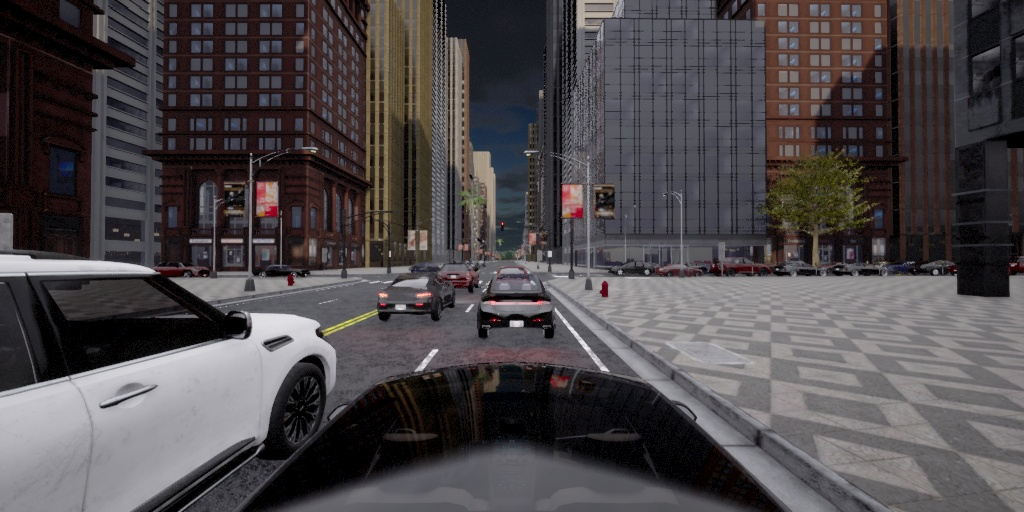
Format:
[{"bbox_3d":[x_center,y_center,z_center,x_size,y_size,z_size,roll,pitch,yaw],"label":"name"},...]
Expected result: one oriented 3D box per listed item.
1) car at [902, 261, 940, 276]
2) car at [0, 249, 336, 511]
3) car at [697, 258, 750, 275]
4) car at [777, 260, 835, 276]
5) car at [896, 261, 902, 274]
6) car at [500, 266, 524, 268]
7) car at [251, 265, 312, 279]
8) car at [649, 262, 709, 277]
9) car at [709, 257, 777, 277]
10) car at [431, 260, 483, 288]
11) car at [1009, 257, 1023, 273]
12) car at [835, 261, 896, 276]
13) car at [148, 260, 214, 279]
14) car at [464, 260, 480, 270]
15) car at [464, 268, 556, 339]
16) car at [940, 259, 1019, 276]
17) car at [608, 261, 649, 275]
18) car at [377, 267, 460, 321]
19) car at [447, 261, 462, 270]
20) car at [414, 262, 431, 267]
[{"bbox_3d":[42.856,1.204,36.031,4.892,1.490,1.837,0,-1,-1],"label":"car"},{"bbox_3d":[-3.150,0.972,1.874,2.150,2.045,5.566,0,0,0],"label":"car"},{"bbox_3d":[22.878,1.140,38.873,4.553,1.767,2.097,0,-1,-1],"label":"car"},{"bbox_3d":[26.594,1.274,33.154,4.313,1.339,1.948,0,0,-1],"label":"car"},{"bbox_3d":[42.519,1.262,39.122,4.674,1.442,1.812,0,-1,0],"label":"car"},{"bbox_3d":[0.001,1.259,19.625,1.882,1.535,5.008,0,0,0],"label":"car"},{"bbox_3d":[-22.397,1.526,35.011,4.718,1.301,1.895,0,-1,-3],"label":"car"},{"bbox_3d":[15.318,1.326,32.980,4.207,1.307,1.802,0,0,-1],"label":"car"},{"bbox_3d":[20.957,1.040,33.067,5.009,1.841,2.192,0,0,-1],"label":"car"},{"bbox_3d":[-3.148,1.141,21.417,2.097,1.767,4.553,0,0,0],"label":"car"},{"bbox_3d":[49.145,0.971,33.502,5.009,1.841,2.192,0,0,-1],"label":"car"},{"bbox_3d":[32.231,1.258,33.241,4.313,1.339,1.948,0,0,-1],"label":"car"},{"bbox_3d":[-32.215,1.323,35.023,4.553,1.767,2.097,0,-1,0],"label":"car"},{"bbox_3d":[-6.578,1.511,59.525,2.128,1.511,4.902,0,0,0],"label":"car"},{"bbox_3d":[0.099,1.248,10.124,2.128,1.511,4.902,0,0,0],"label":"car"},{"bbox_3d":[43.507,1.212,33.416,4.507,1.381,1.888,0,0,-1],"label":"car"},{"bbox_3d":[12.851,1.326,38.718,4.892,1.490,1.837,0,-1,-1],"label":"car"},{"bbox_3d":[-3.149,1.287,12.437,1.812,1.442,4.674,0,0,0],"label":"car"},{"bbox_3d":[-9.827,1.560,61.481,1.812,1.442,4.674,0,0,0],"label":"car"},{"bbox_3d":[-10.404,1.458,43.087,2.033,1.411,5.357,0,0,11],"label":"car"}]
